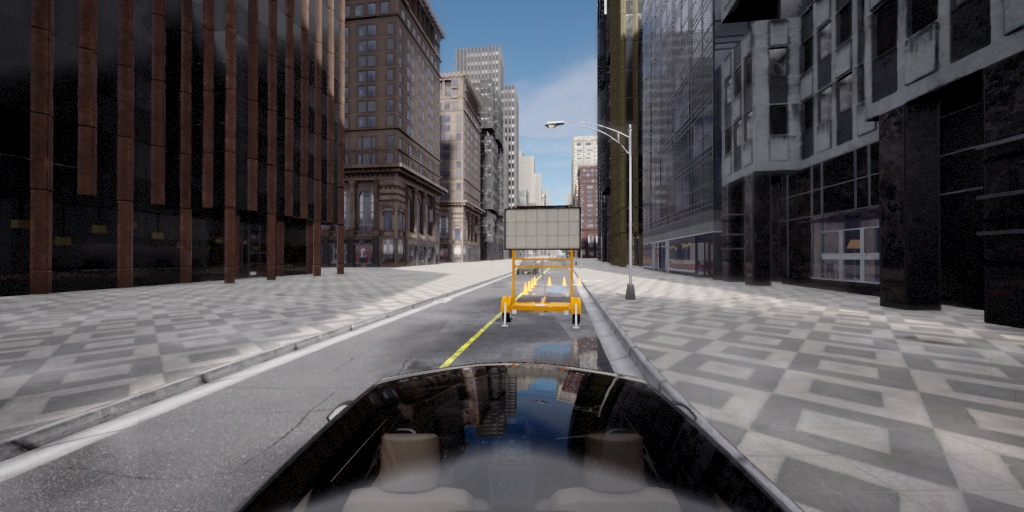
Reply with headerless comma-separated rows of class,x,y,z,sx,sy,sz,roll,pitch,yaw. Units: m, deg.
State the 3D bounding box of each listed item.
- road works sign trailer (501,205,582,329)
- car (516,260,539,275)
road works sign trailer,0.976,0.211,11.411,2.380,3.560,2.880,0,0,8
car,1.662,1.058,37.511,2.097,1.767,4.553,0,0,8
